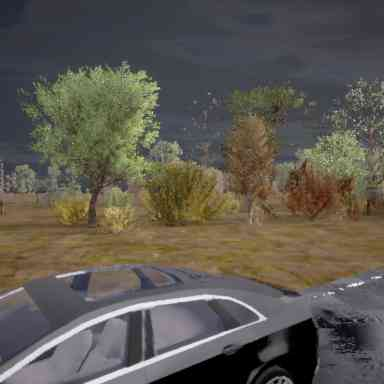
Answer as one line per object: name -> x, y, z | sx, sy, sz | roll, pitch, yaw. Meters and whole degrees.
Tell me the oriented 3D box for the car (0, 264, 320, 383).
car -> -0.949, 1.491, 2.762 | 4.902, 1.511, 2.128 | 0, 0, -36
